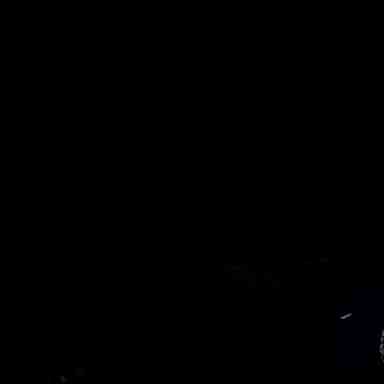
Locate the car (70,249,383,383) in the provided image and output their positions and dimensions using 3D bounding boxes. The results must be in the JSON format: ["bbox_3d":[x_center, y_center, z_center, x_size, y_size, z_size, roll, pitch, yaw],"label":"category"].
[{"bbox_3d":[0.943,1.530,4.165,4.674,1.442,1.812,0,0,-37],"label":"car"}]
